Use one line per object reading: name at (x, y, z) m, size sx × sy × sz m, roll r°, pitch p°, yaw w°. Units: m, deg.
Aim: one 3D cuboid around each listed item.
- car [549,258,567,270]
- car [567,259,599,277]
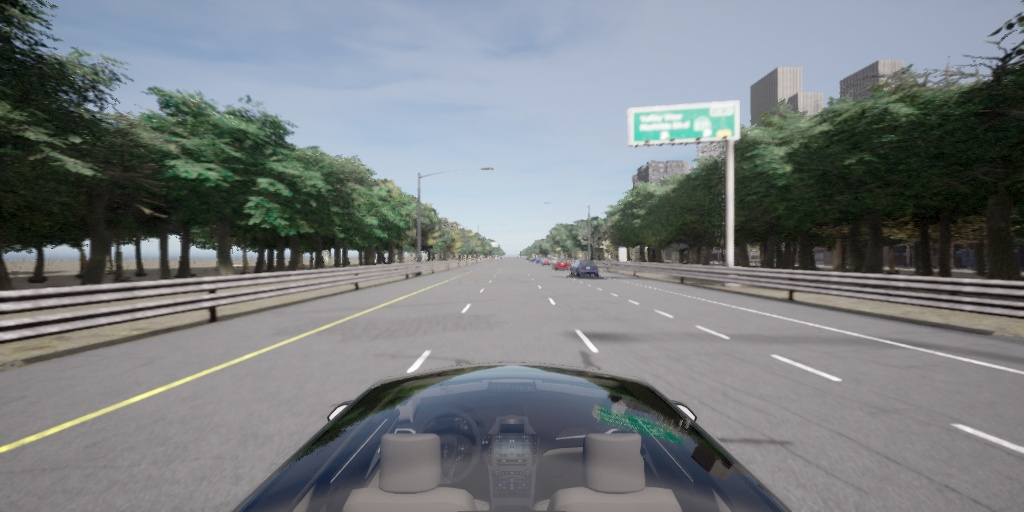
car at (7.046, 1.113, 52.116) m, size 2.097 × 1.767 × 4.553 m, roll 0°, pitch 0°, yaw 0°
car at (7.030, 1.109, 35.201) m, size 2.097 × 1.767 × 4.553 m, roll 0°, pitch 0°, yaw 0°
